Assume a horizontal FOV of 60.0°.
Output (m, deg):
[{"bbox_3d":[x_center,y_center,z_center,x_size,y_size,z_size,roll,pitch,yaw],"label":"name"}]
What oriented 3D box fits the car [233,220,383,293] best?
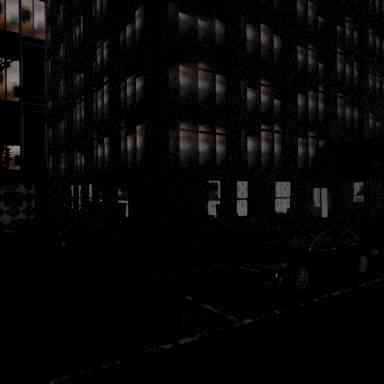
[{"bbox_3d":[3.023,1.549,8.719,4.403,1.369,2.008,0,-1,-35],"label":"car"}]
